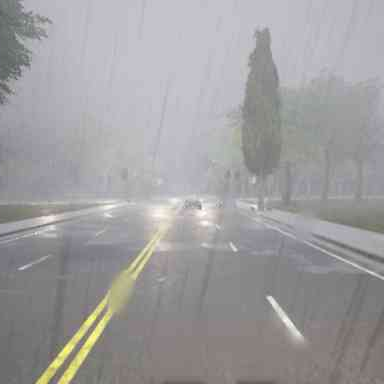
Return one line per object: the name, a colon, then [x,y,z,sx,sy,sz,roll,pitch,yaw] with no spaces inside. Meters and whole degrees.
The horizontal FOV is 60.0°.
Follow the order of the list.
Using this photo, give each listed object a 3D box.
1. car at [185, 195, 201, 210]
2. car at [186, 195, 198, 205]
car: [0.105,1.393,39.409,1.895,1.301,4.718,0,0,0]
car: [0.065,1.259,54.186,1.812,1.442,4.674,0,0,1]
